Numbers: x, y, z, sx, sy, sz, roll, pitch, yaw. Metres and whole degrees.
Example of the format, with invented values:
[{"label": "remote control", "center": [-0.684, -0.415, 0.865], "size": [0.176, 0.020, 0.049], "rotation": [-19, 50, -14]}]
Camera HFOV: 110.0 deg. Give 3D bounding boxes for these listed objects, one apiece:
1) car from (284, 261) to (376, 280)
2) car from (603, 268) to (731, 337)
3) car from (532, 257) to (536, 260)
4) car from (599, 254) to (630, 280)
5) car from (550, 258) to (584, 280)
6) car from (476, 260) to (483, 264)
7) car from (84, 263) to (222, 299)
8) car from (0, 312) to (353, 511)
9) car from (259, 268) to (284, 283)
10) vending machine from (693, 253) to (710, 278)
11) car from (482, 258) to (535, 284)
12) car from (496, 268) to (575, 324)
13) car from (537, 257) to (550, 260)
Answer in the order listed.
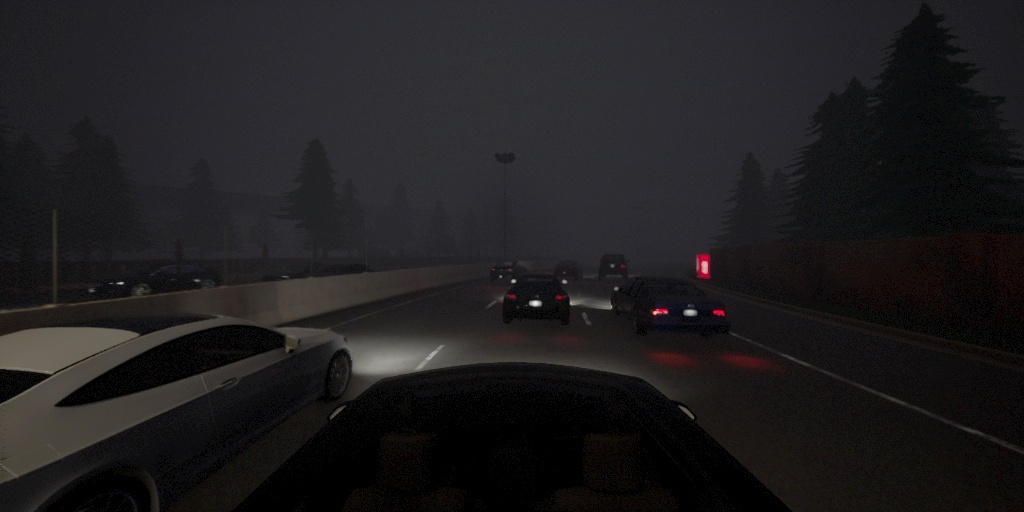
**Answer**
[{"label": "car", "center": [-8.922, 1.116, 18.599], "size": [1.837, 1.490, 4.892], "rotation": [0, 0, 11]}, {"label": "car", "center": [4.133, 1.265, 10.258], "size": [2.033, 1.411, 5.357], "rotation": [0, 0, 6]}, {"label": "car", "center": [3.907, 0.927, 59.813], "size": [1.837, 1.490, 4.892], "rotation": [0, 1, 34]}, {"label": "car", "center": [8.300, 0.845, 29.127], "size": [2.150, 2.045, 5.566], "rotation": [0, 0, 18]}, {"label": "car", "center": [4.642, 1.086, 29.044], "size": [1.882, 1.535, 5.008], "rotation": [0, 0, 18]}, {"label": "car", "center": [-3.388, 0.969, 54.701], "size": [2.033, 1.411, 5.357], "rotation": [0, 0, 29]}, {"label": "car", "center": [-16.284, 1.082, 16.672], "size": [2.128, 1.511, 4.902], "rotation": [0, 0, 9]}, {"label": "car", "center": [-3.263, 1.252, 3.340], "size": [1.812, 1.442, 4.674], "rotation": [0, 0, 1]}, {"label": "car", "center": [-12.055, 1.062, 20.849], "size": [1.882, 1.535, 5.008], "rotation": [0, 0, 11]}, {"label": "vending machine", "center": [15.704, 0.850, 29.423], "size": [1.100, 2.100, 0.880], "rotation": [0, 0, 20]}, {"label": "car", "center": [-0.106, 1.102, 25.234], "size": [2.128, 1.511, 4.902], "rotation": [0, 0, 15]}, {"label": "car", "center": [0.874, 1.258, 11.804], "size": [1.994, 1.385, 4.181], "rotation": [0, 0, 7]}, {"label": "car", "center": [6.483, 0.995, 57.432], "size": [2.033, 1.411, 5.357], "rotation": [0, 0, 33]}]
